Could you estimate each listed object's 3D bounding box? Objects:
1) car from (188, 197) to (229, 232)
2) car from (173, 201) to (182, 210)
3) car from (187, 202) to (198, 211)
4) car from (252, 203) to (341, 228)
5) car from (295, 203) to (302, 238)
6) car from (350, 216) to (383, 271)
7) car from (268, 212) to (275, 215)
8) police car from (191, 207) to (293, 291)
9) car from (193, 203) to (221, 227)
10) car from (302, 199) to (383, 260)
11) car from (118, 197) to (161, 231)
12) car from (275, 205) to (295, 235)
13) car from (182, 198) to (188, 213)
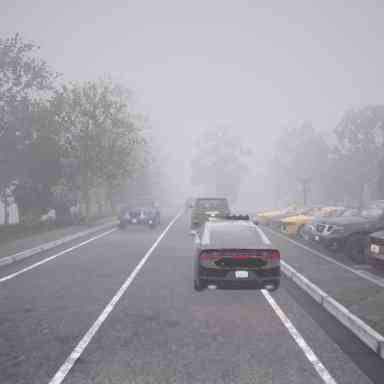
[{"bbox_3d":[1.023,1.296,19.156,2.150,2.045,5.566,0,-1,0],"label":"car"},{"bbox_3d":[-3.039,2.919,75.244,2.097,1.767,4.553,0,5,0],"label":"car"},{"bbox_3d":[0.150,2.615,59.681,1.837,1.490,4.892,0,-2,0],"label":"car"},{"bbox_3d":[6.956,1.563,22.562,5.366,1.575,1.946,0,0,0],"label":"car"},{"bbox_3d":[7.147,1.382,14.244,4.553,1.767,2.185,0,0,0],"label":"car"},{"bbox_3d":[7.128,1.527,8.696,4.792,1.488,2.163,0,0,0],"label":"car"},{"bbox_3d":[7.138,1.539,19.793,4.892,1.521,2.231,0,0,0],"label":"car"},{"bbox_3d":[0.998,1.439,9.215,1.930,1.638,5.238,0,0,0],"label":"police car"},{"bbox_3d":[1.038,1.621,25.128,1.882,1.535,5.008,0,-1,0],"label":"car"},{"bbox_3d":[7.079,1.250,11.473,5.566,2.045,2.435,0,0,0],"label":"car"},{"bbox_3d":[-3.296,1.320,21.853,2.150,2.045,5.566,0,-1,0],"label":"car"},{"bbox_3d":[7.131,1.518,17.021,5.008,1.535,2.097,0,0,0],"label":"car"},{"bbox_3d":[0.132,1.805,44.927,2.150,2.045,5.566,0,-2,0],"label":"car"}]
